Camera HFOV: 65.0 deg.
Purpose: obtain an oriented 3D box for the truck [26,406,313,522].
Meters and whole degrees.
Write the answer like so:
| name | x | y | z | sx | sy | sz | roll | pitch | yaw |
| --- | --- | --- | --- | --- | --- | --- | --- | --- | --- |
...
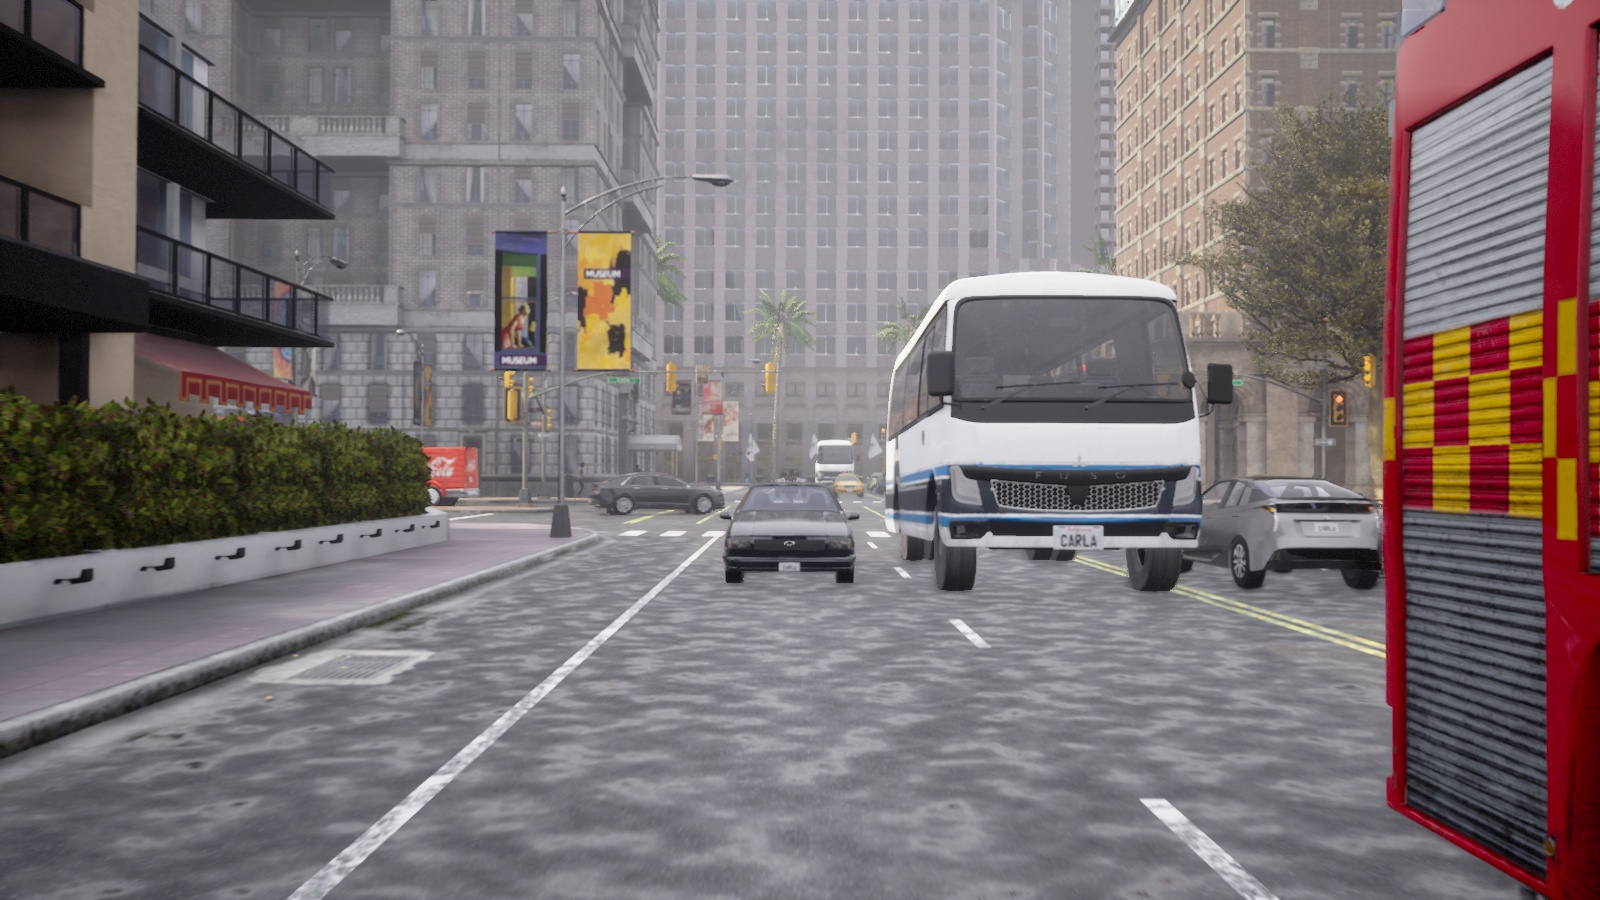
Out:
| name | x | y | z | sx | sy | sz | roll | pitch | yaw |
| --- | --- | --- | --- | --- | --- | --- | --- | --- | --- |
| truck | -21.691 | 0.491 | 43.531 | 8.468 | 3.827 | 2.891 | 0 | -1 | 0 |

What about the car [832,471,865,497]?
| name | x | y | z | sx | sy | sz | roll | pitch | yaw |
| --- | --- | --- | --- | --- | --- | --- | --- | --- | --- |
| car | 2.963 | 2.089 | 77.726 | 1.801 | 1.575 | 5.366 | 0 | -1 | 0 |

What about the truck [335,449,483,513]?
| name | x | y | z | sx | sy | sz | roll | pitch | yaw |
| --- | --- | --- | --- | --- | --- | --- | --- | --- | --- |
| truck | -15.958 | 1.270 | 51.525 | 5.204 | 2.467 | 2.627 | -1 | -1 | 0 |

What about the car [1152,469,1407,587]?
| name | x | y | z | sx | sy | sz | roll | pitch | yaw |
| --- | --- | --- | --- | --- | --- | --- | --- | --- | --- |
| car | 6.862 | 1.056 | 18.582 | 2.007 | 1.525 | 4.514 | 0 | -1 | 0 |

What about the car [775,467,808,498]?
| name | x | y | z | sx | sy | sz | roll | pitch | yaw |
| --- | --- | --- | --- | --- | --- | --- | --- | --- | --- |
| car | -0.536 | 1.977 | 77.627 | 1.932 | 1.855 | 4.605 | 0 | -1 | 0 |

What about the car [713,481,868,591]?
| name | x | y | z | sx | sy | sz | roll | pitch | yaw |
| --- | --- | --- | --- | --- | --- | --- | --- | --- | --- |
| car | -0.141 | 1.196 | 19.208 | 2.033 | 1.411 | 5.357 | 0 | -1 | 0 |

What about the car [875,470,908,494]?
| name | x | y | z | sx | sy | sz | roll | pitch | yaw |
| --- | --- | --- | --- | --- | --- | --- | --- | --- | --- |
| car | 6.446 | 2.260 | 89.016 | 2.033 | 1.649 | 4.856 | 0 | -1 | 0 |

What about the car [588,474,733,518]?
| name | x | y | z | sx | sy | sz | roll | pitch | yaw |
| --- | --- | --- | --- | --- | --- | --- | --- | --- | --- |
| car | -5.017 | 1.621 | 45.130 | 4.892 | 1.490 | 1.837 | 0 | -1 | -19 |

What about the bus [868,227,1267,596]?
| name | x | y | z | sx | sy | sz | roll | pitch | yaw |
| --- | --- | --- | --- | --- | --- | --- | --- | --- | --- |
| bus | 3.350 | -0.234 | 19.622 | 3.944 | 4.253 | 10.273 | 0 | -3 | 0 |

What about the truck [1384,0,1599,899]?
| name | x | y | z | sx | sy | sz | roll | pitch | yaw |
| --- | --- | --- | --- | --- | --- | --- | --- | --- | --- |
| truck | 3.485 | -0.361 | 0.100 | 2.891 | 3.827 | 8.468 | 0 | -1 | 0 |
